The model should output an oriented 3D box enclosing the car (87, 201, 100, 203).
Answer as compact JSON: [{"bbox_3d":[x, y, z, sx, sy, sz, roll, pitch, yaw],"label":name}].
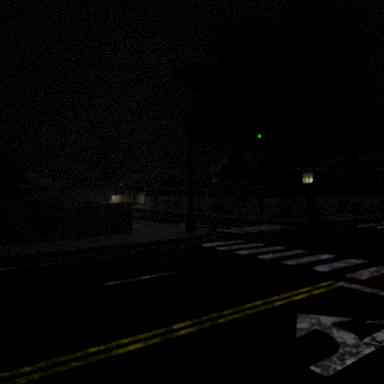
[{"bbox_3d":[-13.896,1.853,47.075,1.895,1.301,4.718,-1,0,-27],"label":"car"}]
